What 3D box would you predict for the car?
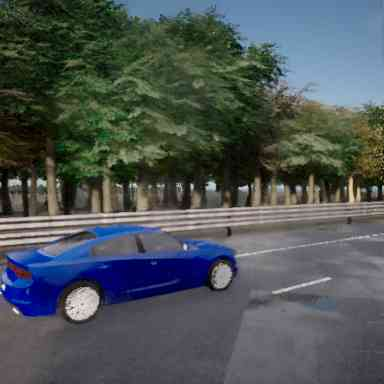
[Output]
[{"bbox_3d":[-1.198,1.445,7.144,5.008,1.535,1.882,0,0,-35],"label":"car"}]
